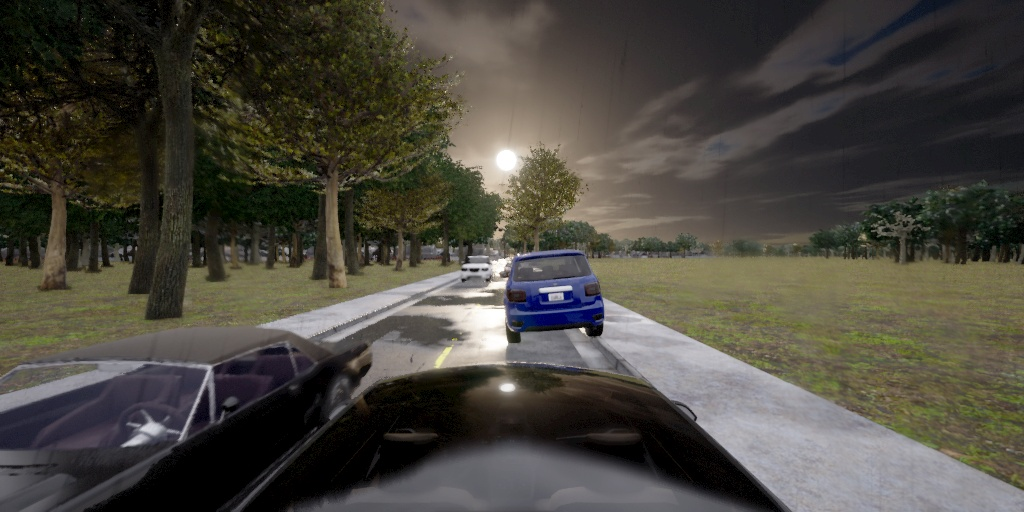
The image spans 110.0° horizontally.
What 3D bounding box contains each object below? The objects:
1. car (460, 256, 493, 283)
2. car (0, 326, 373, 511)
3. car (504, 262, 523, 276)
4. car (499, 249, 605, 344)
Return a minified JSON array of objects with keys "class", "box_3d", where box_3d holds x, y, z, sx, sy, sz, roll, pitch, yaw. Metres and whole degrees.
[{"class":"car","box_3d":[-2.717,0.985,28.538,2.150,2.045,5.566,0,0,0]},{"class":"car","box_3d":[-2.847,1.351,2.704,1.895,1.301,4.718,0,0,0]},{"class":"car","box_3d":[0.123,1.370,38.256,1.895,1.301,4.718,0,0,0]},{"class":"car","box_3d":[0.883,0.901,9.763,2.150,2.045,5.566,-5,0,0]}]
